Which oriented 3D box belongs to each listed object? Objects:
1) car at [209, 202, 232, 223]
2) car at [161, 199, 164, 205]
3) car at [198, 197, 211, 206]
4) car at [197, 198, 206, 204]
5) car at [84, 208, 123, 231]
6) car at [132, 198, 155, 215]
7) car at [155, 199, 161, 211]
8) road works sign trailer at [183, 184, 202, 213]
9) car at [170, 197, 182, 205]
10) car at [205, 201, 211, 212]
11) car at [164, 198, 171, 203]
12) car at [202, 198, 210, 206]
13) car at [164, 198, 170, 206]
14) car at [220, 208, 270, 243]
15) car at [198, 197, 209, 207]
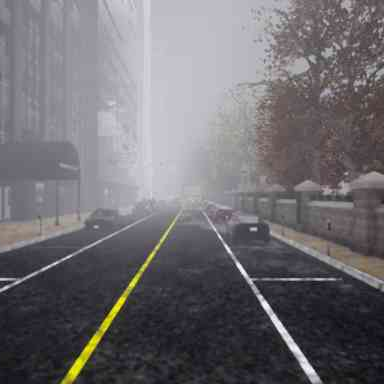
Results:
[{"bbox_3d":[2.697,1.810,28.076,1.887,1.381,4.507,0,0,0],"label":"car"},{"bbox_3d":[-5.824,2.007,50.265,1.947,1.339,4.313,0,0,0],"label":"car"},{"bbox_3d":[2.513,1.862,66.981,2.192,1.841,5.009,0,0,-1],"label":"car"},{"bbox_3d":[2.220,2.155,78.096,2.008,1.369,4.403,0,0,-1],"label":"car"},{"bbox_3d":[-5.830,1.779,22.461,1.947,1.339,4.313,0,-1,0],"label":"car"},{"bbox_3d":[-5.827,1.799,39.146,1.967,1.590,4.097,0,0,0],"label":"car"},{"bbox_3d":[-5.825,1.717,44.705,2.192,1.841,5.009,0,0,0],"label":"car"},{"bbox_3d":[0.007,0.845,42.048,2.380,3.560,2.880,0,0,0],"label":"road works sign trailer"},{"bbox_3d":[-3.292,1.919,71.031,2.097,1.767,4.553,0,0,-2],"label":"car"},{"bbox_3d":[2.698,1.864,33.636,2.008,1.369,4.403,0,0,0],"label":"car"},{"bbox_3d":[-6.601,2.241,89.250,1.802,1.307,4.206,0,0,-1],"label":"car"},{"bbox_3d":[2.700,1.947,44.757,1.887,1.381,4.507,0,0,0],"label":"car"},{"bbox_3d":[-6.018,2.111,67.010,1.947,1.339,4.313,0,0,-1],"label":"car"},{"bbox_3d":[2.756,1.728,16.961,1.947,1.339,4.313,0,-1,0],"label":"car"},{"bbox_3d":[2.630,2.097,61.414,1.802,1.307,4.206,0,0,-1],"label":"car"}]
